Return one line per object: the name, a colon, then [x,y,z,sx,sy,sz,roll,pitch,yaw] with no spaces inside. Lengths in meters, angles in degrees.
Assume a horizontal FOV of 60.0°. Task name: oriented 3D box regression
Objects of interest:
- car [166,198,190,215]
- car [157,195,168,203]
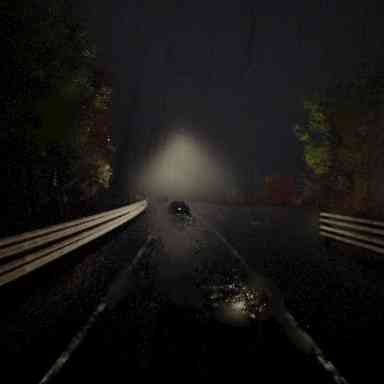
car: [-1.350,1.560,33.502,1.994,1.385,4.181,0,0,-5]
car: [-5.942,1.434,67.125,1.837,1.490,4.892,0,0,-11]
